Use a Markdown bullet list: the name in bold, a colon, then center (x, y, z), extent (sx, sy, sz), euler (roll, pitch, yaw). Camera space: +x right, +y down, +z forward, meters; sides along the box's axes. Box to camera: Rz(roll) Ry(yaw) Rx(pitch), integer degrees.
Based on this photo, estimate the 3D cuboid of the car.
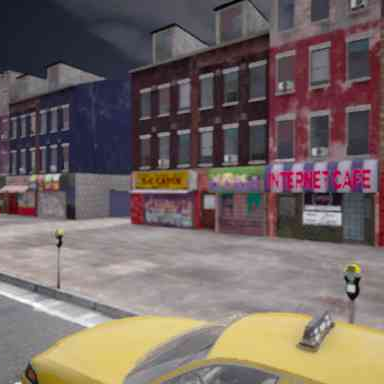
- **car**: center (0.613, 1.520, 2.375), extent (4.829, 1.417, 1.752), euler (0, 0, 35)
